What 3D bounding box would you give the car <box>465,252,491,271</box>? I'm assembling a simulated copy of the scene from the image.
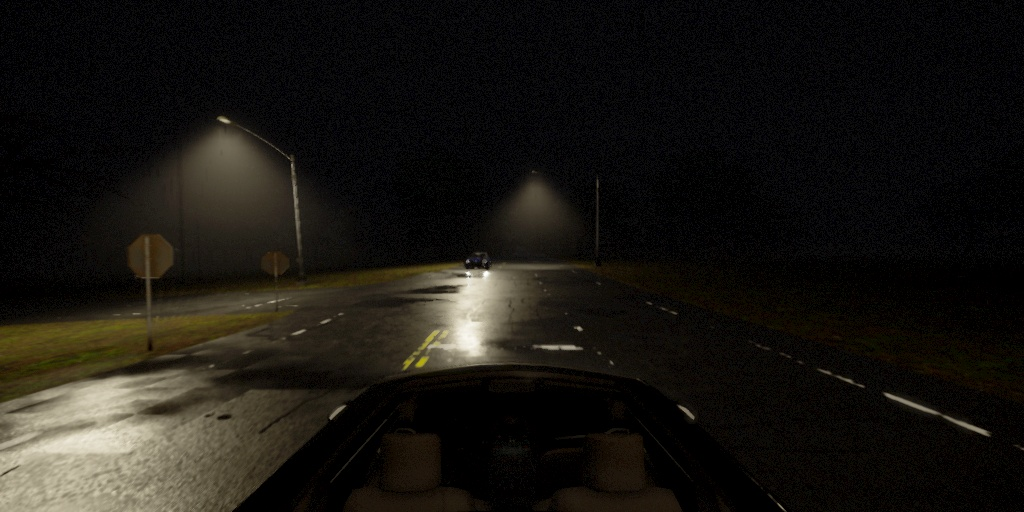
[{"bbox_3d":[-3.177,0.434,34.382,2.097,1.767,4.553,0,2,2],"label":"car"}]
